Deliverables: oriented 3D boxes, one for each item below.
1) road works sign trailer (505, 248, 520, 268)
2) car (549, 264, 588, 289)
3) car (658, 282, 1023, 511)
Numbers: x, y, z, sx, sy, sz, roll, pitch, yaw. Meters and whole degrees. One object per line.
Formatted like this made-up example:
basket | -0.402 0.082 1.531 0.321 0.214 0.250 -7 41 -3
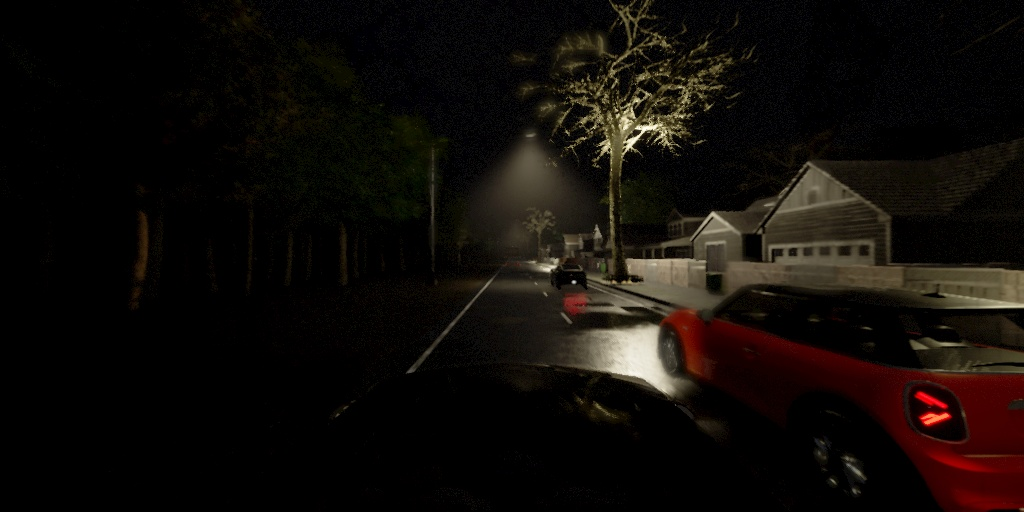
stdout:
road works sign trailer | 0.022 0.289 64.618 2.380 3.560 2.880 0 0 0
car | 3.605 1.269 23.229 1.837 1.490 4.892 0 0 0
car | 3.600 1.103 4.450 2.097 1.767 4.553 0 0 0
